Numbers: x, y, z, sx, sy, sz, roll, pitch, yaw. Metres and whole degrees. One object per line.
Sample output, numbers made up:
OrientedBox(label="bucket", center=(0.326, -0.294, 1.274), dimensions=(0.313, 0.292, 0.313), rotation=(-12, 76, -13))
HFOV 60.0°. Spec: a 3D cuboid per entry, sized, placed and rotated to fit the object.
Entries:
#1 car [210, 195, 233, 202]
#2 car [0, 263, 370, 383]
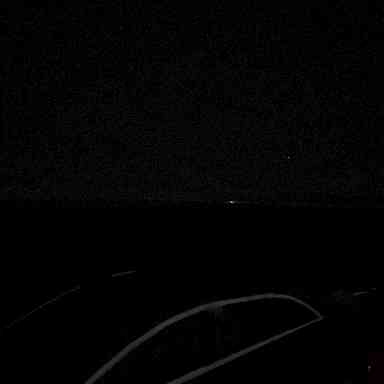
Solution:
OrientedBox(label="car", center=(5.851, 1.332, 67.496), dimensions=(2.033, 1.411, 5.357), rotation=(-2, 1, -35))
OrientedBox(label="car", center=(-0.433, 1.485, 2.764), dimensions=(4.902, 1.511, 2.128), rotation=(0, 0, -36))
